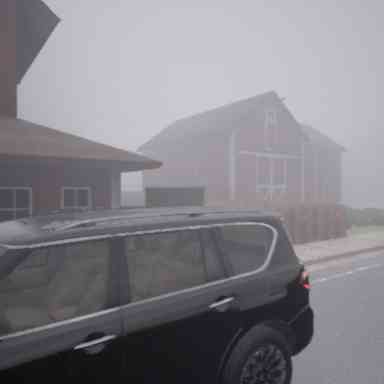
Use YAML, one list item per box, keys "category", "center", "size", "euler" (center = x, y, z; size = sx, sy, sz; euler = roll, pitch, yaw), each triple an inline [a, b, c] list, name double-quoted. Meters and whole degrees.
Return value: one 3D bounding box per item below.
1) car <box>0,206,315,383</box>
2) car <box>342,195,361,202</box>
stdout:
- category: "car"
  center: [-1.167, 1.219, 3.159]
  size: [5.566, 2.045, 2.150]
  euler: [-1, 0, -36]
- category: "car"
  center: [30.179, 1.217, 63.613]
  size: [1.812, 1.442, 4.674]
  euler: [0, 0, -14]
